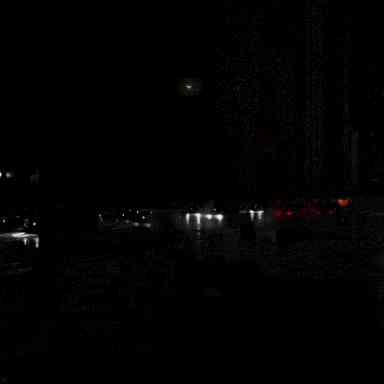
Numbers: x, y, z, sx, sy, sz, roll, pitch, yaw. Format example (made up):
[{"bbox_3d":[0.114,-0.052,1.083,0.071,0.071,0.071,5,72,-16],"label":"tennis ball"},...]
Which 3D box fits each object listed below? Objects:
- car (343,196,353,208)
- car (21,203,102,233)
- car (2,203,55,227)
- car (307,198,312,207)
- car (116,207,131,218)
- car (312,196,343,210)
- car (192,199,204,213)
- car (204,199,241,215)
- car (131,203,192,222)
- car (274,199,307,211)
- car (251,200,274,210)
[{"bbox_3d":[23.469,1.435,51.444,2.097,1.767,4.553,0,0,36],"label":"car"},{"bbox_3d":[-7.469,1.574,19.838,1.994,1.385,4.181,0,0,36],"label":"car"},{"bbox_3d":[-9.862,1.496,22.080,2.128,1.511,4.902,0,0,36],"label":"car"},{"bbox_3d":[18.338,1.596,50.037,1.812,1.442,4.674,0,0,36],"label":"car"},{"bbox_3d":[-4.458,1.617,29.603,1.895,1.301,4.718,0,0,36],"label":"car"},{"bbox_3d":[17.805,1.421,43.551,2.097,1.767,4.553,0,0,36],"label":"car"},{"bbox_3d":[1.350,1.555,37.686,1.812,1.442,4.674,0,0,36],"label":"car"},{"bbox_3d":[3.477,1.598,35.065,1.994,1.385,4.181,0,0,36],"label":"car"},{"bbox_3d":[-2.373,1.621,26.937,1.895,1.301,4.718,0,0,36],"label":"car"},{"bbox_3d":[12.354,1.581,41.620,1.812,1.442,4.674,0,0,36],"label":"car"},{"bbox_3d":[9.346,1.540,43.180,2.128,1.511,4.902,0,0,36],"label":"car"}]
